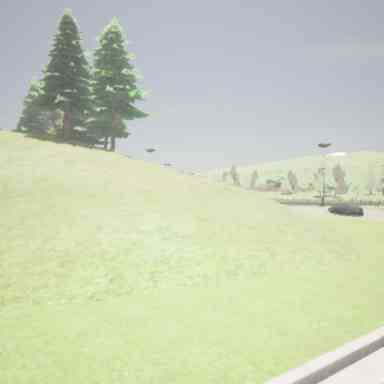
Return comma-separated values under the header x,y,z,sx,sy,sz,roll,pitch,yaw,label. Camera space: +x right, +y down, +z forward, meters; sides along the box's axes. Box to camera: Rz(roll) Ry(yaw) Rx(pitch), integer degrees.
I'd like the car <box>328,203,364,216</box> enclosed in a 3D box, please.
x,y,z,sx,sy,sz,roll,pitch,yaw,label
17.497,1.971,37.983,1.994,1.385,4.181,1,0,-13,car
